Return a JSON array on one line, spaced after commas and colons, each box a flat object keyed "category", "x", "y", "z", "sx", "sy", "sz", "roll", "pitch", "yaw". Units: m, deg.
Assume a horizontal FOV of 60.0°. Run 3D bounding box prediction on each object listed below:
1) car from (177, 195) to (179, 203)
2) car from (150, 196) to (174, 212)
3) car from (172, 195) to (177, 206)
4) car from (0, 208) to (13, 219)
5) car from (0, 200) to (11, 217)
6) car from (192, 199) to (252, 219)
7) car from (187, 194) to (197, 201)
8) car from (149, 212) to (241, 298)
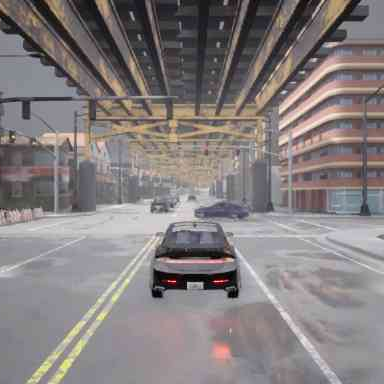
[{"category": "car", "x": -3.598, "y": 1.515, "z": 56.996, "sx": 1.812, "sy": 1.442, "sz": 4.674, "roll": 0, "pitch": 0, "yaw": 0}, {"category": "car", "x": -3.607, "y": 1.491, "z": 37.948, "sx": 2.128, "sy": 1.511, "sz": 4.902, "roll": 0, "pitch": 0, "yaw": 0}, {"category": "car", "x": -3.606, "y": 1.350, "z": 47.111, "sx": 2.097, "sy": 1.767, "sz": 4.553, "roll": 0, "pitch": 0, "yaw": 0}, {"category": "car", "x": -16.769, "y": 1.453, "z": 25.955, "sx": 4.974, "sy": 1.542, "sz": 2.038, "roll": 0, "pitch": 0, "yaw": -20}, {"category": "car", "x": -16.817, "y": 1.295, "z": 25.937, "sx": 4.536, "sy": 1.218, "sz": 1.853, "roll": 0, "pitch": 0, "yaw": -20}, {"category": "car", "x": 2.484, "y": 1.526, "z": 27.041, "sx": 4.674, "sy": 1.442, "sz": 1.812, "roll": 0, "pitch": 1, "yaw": 24}, {"category": "car", "x": -0.021, "y": 1.348, "z": 78.434, "sx": 1.837, "sy": 1.490, "sz": 4.892, "roll": 0, "pitch": 1, "yaw": 0}, {"category": "car", "x": 0.071, "y": 1.492, "z": 8.480, "sx": 2.128, "sy": 1.511, "sz": 4.902, "roll": 0, "pitch": 0, "yaw": 0}]
